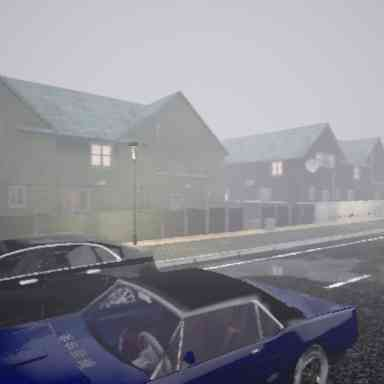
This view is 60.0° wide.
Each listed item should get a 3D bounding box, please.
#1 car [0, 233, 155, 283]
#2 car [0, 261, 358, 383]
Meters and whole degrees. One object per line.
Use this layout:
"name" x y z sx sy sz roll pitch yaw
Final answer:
"car" -2.868 1.533 5.650 4.892 1.490 1.837 0 0 -36
"car" -0.364 1.616 3.440 4.718 1.301 1.895 0 0 -36
